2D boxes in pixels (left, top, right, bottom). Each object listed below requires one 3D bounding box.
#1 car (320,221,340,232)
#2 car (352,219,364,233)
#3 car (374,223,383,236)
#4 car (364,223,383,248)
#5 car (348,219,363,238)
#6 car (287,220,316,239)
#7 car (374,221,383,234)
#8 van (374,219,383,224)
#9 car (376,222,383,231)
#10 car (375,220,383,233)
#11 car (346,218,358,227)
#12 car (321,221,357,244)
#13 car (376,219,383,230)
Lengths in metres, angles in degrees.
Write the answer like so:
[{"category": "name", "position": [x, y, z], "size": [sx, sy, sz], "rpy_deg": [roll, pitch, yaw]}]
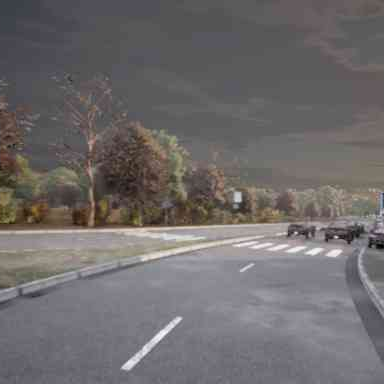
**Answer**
[{"category": "car", "position": [19.173, 4.777, 46.122], "size": [1.895, 1.301, 4.718], "rpy_deg": [1, -3, 30]}, {"category": "car", "position": [22.199, 4.811, 45.054], "size": [1.812, 1.442, 4.674], "rpy_deg": [1, -3, 30]}, {"category": "car", "position": [24.366, 4.784, 42.360], "size": [2.002, 1.452, 4.674], "rpy_deg": [1, -3, 30]}, {"category": "car", "position": [13.439, 3.207, 23.286], "size": [2.002, 1.452, 4.674], "rpy_deg": [3, -2, 30]}, {"category": "car", "position": [17.076, 4.044, 35.981], "size": [1.837, 1.490, 4.892], "rpy_deg": [1, -3, 30]}, {"category": "car", "position": [9.927, 3.345, 29.960], "size": [1.837, 1.490, 4.892], "rpy_deg": [1, -3, 30]}, {"category": "car", "position": [27.165, 5.021, 47.232], "size": [2.185, 1.767, 4.553], "rpy_deg": [1, -3, 30]}, {"category": "van", "position": [18.953, 3.736, 32.918], "size": [1.878, 1.987, 4.442], "rpy_deg": [1, -3, 30]}, {"category": "car", "position": [35.402, 6.334, 61.587], "size": [2.097, 1.535, 5.008], "rpy_deg": [1, -3, 30]}, {"category": "car", "position": [29.910, 5.416, 52.012], "size": [2.185, 1.767, 4.553], "rpy_deg": [1, -3, 30]}, {"category": "car", "position": [38.522, 7.329, 80.022], "size": [2.097, 1.767, 4.553], "rpy_deg": [1, -3, 30]}, {"category": "car", "position": [12.019, 3.310, 27.062], "size": [1.837, 1.490, 4.892], "rpy_deg": [1, -3, 30]}, {"category": "car", "position": [38.113, 6.472, 66.300], "size": [2.435, 2.045, 5.566], "rpy_deg": [1, -3, 30]}]
